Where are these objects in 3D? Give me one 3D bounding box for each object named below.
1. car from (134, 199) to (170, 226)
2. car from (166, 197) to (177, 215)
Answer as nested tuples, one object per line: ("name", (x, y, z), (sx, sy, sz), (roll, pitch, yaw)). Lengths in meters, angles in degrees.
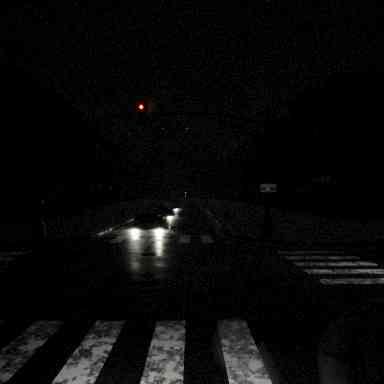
("car", (-2.912, 1.491, 23.982), (1.882, 1.535, 5.008), (0, 0, 0))
("car", (-2.931, 1.497, 34.226), (1.882, 1.535, 5.008), (0, 0, 0))
